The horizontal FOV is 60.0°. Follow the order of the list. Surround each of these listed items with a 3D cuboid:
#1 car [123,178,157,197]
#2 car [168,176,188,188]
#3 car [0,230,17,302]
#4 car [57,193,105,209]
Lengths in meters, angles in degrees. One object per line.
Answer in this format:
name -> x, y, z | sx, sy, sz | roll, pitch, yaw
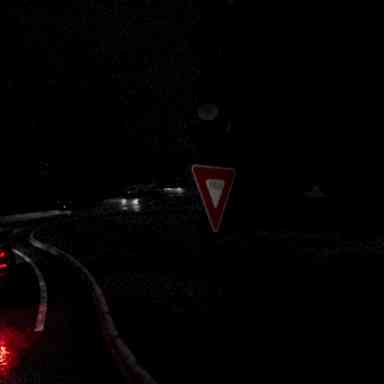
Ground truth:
car -> -6.451, -0.585, 41.659 | 2.150, 2.045, 5.566 | 0, 6, 21
car -> -2.271, -1.698, 53.901 | 2.097, 1.767, 4.553 | 0, 5, 16
car -> -5.424, 1.370, 7.813 | 2.097, 1.767, 4.553 | 0, 0, -32
car -> -10.655, 0.812, 32.115 | 1.895, 1.301, 4.718 | 0, 5, 25
